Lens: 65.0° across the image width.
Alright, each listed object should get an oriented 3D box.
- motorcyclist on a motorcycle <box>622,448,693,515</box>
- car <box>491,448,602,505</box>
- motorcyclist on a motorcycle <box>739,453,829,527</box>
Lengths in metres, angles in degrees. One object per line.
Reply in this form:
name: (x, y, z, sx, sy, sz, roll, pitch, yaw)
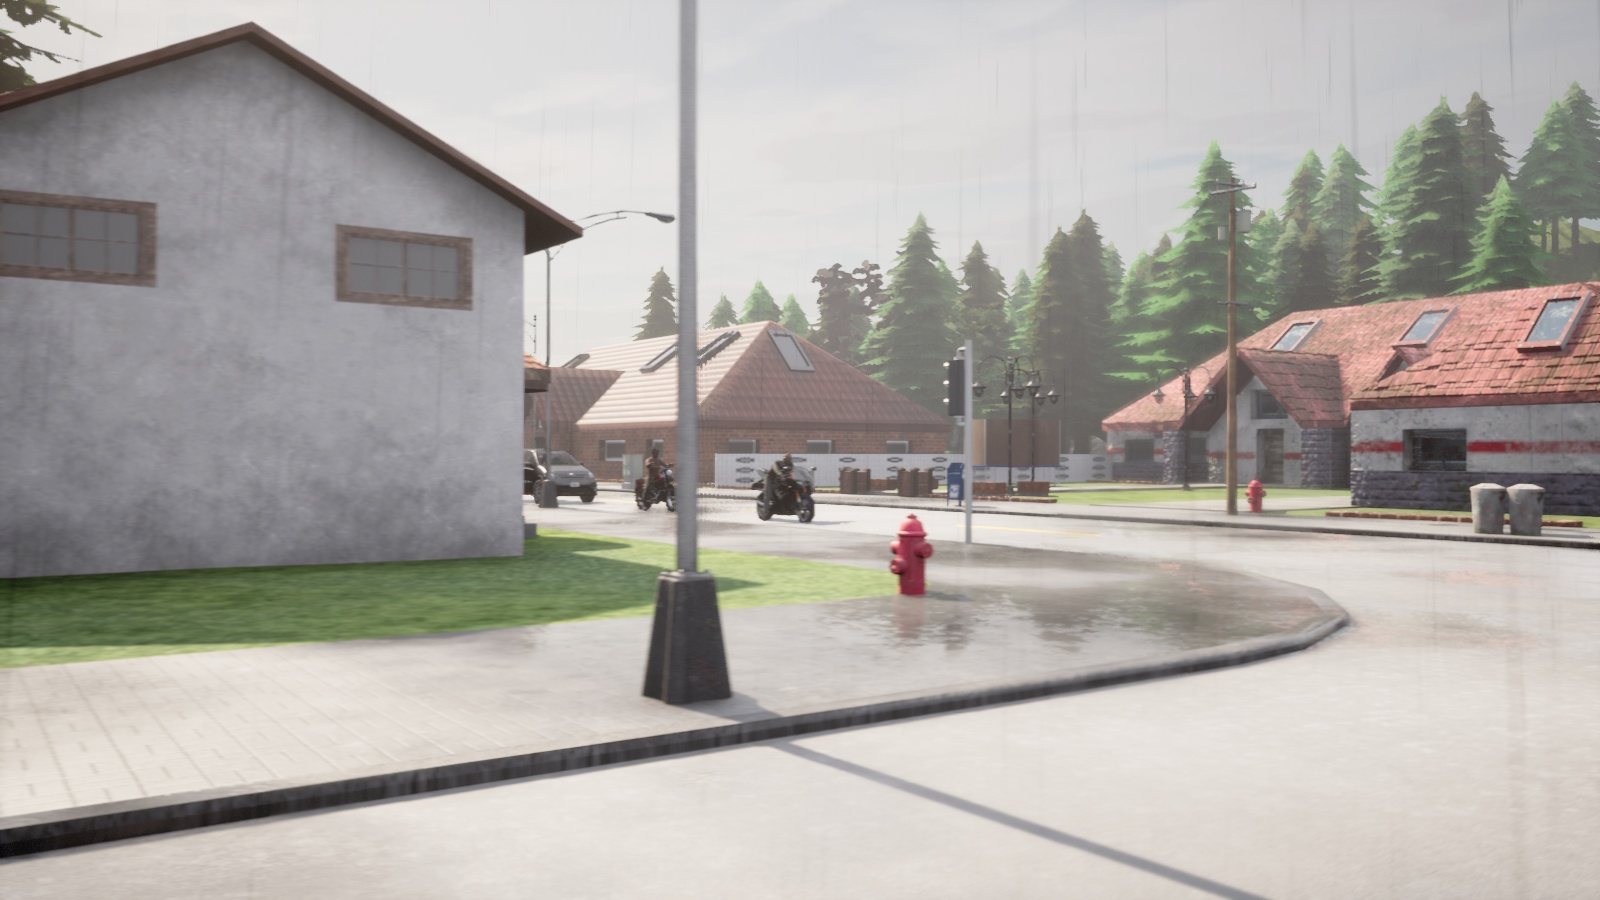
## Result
motorcyclist on a motorcycle: (-3.645, 0.774, 32.010, 0.766, 1.649, 2.350, 0, 0, -35)
car: (-7.675, 0.744, 37.791, 1.851, 1.617, 3.988, 0, 0, -35)
motorcyclist on a motorcycle: (-0.380, 0.840, 27.325, 0.866, 1.530, 2.191, 0, 0, -35)
